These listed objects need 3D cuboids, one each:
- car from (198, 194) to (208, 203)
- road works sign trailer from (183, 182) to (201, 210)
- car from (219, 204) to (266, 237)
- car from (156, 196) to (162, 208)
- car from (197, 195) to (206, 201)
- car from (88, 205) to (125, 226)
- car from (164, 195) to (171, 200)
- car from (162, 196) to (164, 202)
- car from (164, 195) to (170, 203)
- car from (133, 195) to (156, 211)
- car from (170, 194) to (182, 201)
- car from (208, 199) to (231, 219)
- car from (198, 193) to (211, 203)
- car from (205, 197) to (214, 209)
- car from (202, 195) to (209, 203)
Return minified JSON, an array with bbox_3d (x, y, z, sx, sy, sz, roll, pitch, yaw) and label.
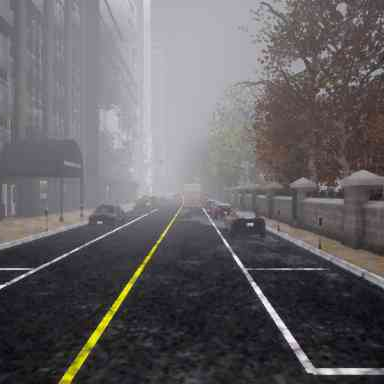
[{"bbox_3d":[2.621,1.517,62.192,1.802,1.307,4.206,0,0,-1],"label":"car"},{"bbox_3d":[0.000,0.448,42.814,2.380,3.560,2.880,0,0,0],"label":"road works sign trailer"},{"bbox_3d":[2.753,1.566,17.738,1.947,1.339,4.313,0,0,0],"label":"car"},{"bbox_3d":[-5.832,1.295,45.479,2.192,1.841,5.009,0,0,0],"label":"car"},{"bbox_3d":[2.208,1.419,78.874,2.008,1.369,4.403,0,0,-2],"label":"car"},{"bbox_3d":[-5.834,1.567,23.236,1.947,1.339,4.313,0,0,0],"label":"car"},{"bbox_3d":[-6.614,1.400,90.027,1.802,1.307,4.206,0,0,-2],"label":"car"},{"bbox_3d":[-5.832,1.533,51.041,1.947,1.339,4.313,0,0,0],"label":"car"},{"bbox_3d":[-6.028,1.479,67.787,1.947,1.339,4.313,0,0,-1],"label":"car"},{"bbox_3d":[-5.833,1.429,39.921,1.967,1.590,4.097,0,0,0],"label":"car"},{"bbox_3d":[-3.413,1.189,75.971,2.097,1.767,4.553,0,0,-2],"label":"car"},{"bbox_3d":[2.693,1.544,28.852,1.887,1.381,4.507,0,0,0],"label":"car"},{"bbox_3d":[2.503,1.230,67.757,2.192,1.841,5.009,0,0,-2],"label":"car"},{"bbox_3d":[2.693,1.546,34.413,2.008,1.369,4.403,0,0,0],"label":"car"},{"bbox_3d":[2.693,1.524,45.534,1.887,1.381,4.507,0,0,0],"label":"car"}]
